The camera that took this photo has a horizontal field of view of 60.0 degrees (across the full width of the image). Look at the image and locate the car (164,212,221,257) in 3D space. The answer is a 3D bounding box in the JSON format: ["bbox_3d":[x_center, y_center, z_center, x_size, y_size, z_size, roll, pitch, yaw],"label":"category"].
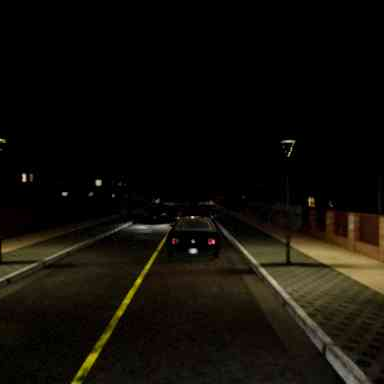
[{"bbox_3d":[0.063,1.694,13.355,1.895,1.301,4.718,0,0,0],"label":"car"}]

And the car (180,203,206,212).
[{"bbox_3d":[0.060,1.709,27.650,1.837,1.490,4.892,0,-1,0],"label":"car"}]

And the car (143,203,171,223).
[{"bbox_3d":[-2.826,1.683,27.666,1.882,1.535,5.008,0,0,0],"label":"car"}]
